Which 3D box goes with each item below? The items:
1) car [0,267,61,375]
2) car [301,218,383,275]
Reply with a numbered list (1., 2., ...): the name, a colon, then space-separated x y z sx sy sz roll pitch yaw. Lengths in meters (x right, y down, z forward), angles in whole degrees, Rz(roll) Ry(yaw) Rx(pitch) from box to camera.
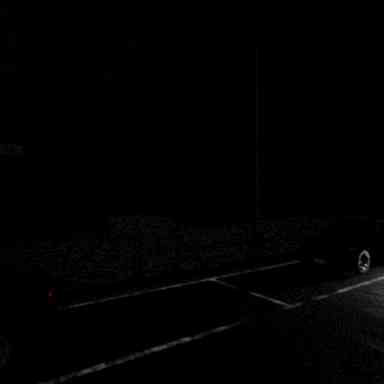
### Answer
1. car: -3.940 1.546 3.849 4.507 1.381 1.887 0 0 -35
2. car: 5.257 1.527 10.368 4.313 1.339 1.947 0 0 -35
